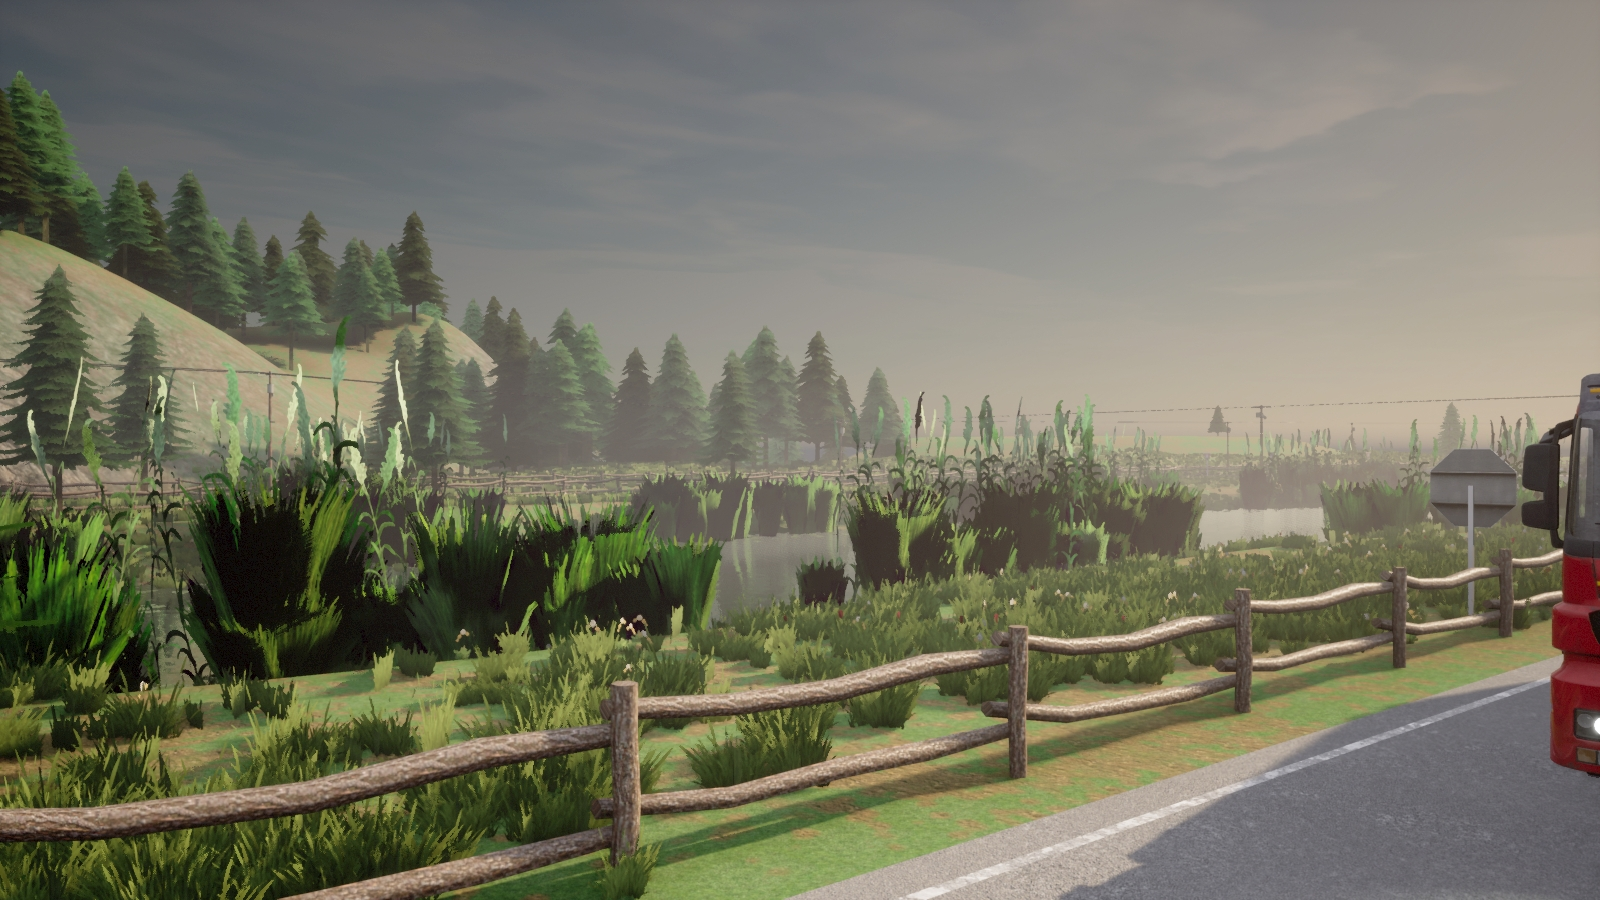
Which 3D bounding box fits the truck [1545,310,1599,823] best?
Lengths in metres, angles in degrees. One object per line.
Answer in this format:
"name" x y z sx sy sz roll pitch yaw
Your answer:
"truck" 9.575 0.862 10.972 2.891 3.827 8.468 0 0 41
